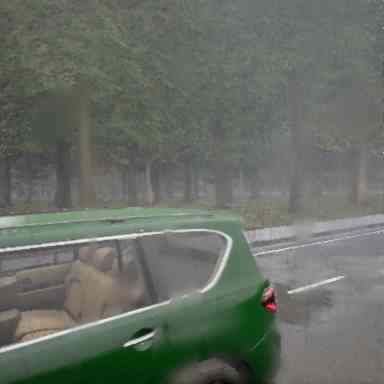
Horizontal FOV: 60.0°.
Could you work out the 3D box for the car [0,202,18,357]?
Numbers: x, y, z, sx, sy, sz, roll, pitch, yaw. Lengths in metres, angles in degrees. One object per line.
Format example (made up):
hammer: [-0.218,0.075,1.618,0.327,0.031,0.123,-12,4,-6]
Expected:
car: [-5.327,1.268,3.877,5.566,2.045,2.150,-1,1,-35]

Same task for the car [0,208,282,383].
car: [-1.743,1.224,2.442,5.566,2.045,2.150,-1,1,-35]
